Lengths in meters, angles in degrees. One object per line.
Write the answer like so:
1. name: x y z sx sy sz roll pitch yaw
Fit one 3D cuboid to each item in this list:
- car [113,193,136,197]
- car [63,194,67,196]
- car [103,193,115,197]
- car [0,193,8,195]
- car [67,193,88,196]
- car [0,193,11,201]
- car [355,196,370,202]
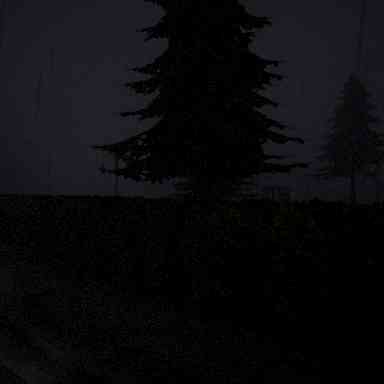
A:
1. car: -10.306 1.384 54.272 3.806 1.475 1.970 0 0 -45
2. car: -31.908 1.232 85.939 3.806 1.475 1.970 0 0 -45
3. car: -15.867 1.097 70.694 4.605 1.855 1.932 0 0 -45
4. car: -23.711 1.330 41.282 5.027 1.636 2.152 0 0 -45
5. car: -27.175 1.154 81.593 5.027 1.636 2.152 0 0 -45
6. car: -41.765 1.097 71.634 4.605 1.855 1.932 0 0 -45
7. car: 37.564 1.540 73.275 2.033 1.411 5.357 0 0 45
